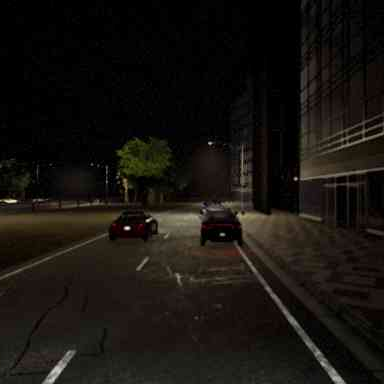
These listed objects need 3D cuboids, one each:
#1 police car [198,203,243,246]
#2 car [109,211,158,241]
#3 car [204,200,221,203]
[{"bbox_3d":[1.349,1.576,16.388,1.930,1.638,5.238,0,-1,2],"label":"police car"},{"bbox_3d":[-3.014,1.724,17.862,1.994,1.385,4.181,0,-1,2],"label":"car"},{"bbox_3d":[1.800,1.701,26.331,1.801,1.575,5.366,0,-1,3],"label":"car"}]
